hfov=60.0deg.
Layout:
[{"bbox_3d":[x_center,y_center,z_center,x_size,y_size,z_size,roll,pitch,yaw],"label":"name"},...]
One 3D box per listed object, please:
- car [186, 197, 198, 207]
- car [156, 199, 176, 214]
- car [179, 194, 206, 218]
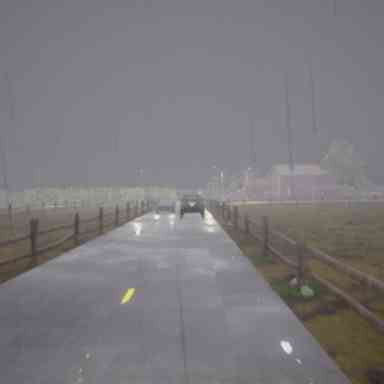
[{"bbox_3d":[-0.021,1.630,56.627,1.882,1.535,5.008,0,-1,0],"label":"car"},{"bbox_3d":[-2.770,1.490,36.268,1.882,1.535,5.008,0,0,0],"label":"car"},{"bbox_3d":[0.037,1.198,30.247,2.150,2.045,5.566,0,0,1],"label":"car"}]
